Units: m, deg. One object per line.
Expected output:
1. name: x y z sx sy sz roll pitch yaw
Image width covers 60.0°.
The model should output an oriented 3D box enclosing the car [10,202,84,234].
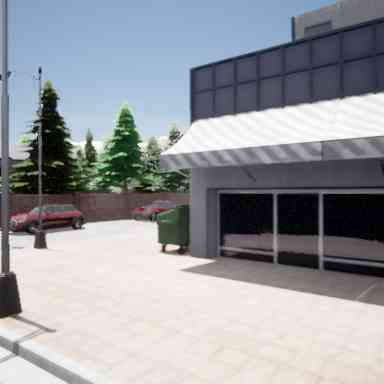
1. car: -9.207 1.579 21.023 2.097 1.767 4.553 0 0 36

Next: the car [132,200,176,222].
1. car: -3.154 1.578 29.211 2.097 1.767 4.553 0 0 35
